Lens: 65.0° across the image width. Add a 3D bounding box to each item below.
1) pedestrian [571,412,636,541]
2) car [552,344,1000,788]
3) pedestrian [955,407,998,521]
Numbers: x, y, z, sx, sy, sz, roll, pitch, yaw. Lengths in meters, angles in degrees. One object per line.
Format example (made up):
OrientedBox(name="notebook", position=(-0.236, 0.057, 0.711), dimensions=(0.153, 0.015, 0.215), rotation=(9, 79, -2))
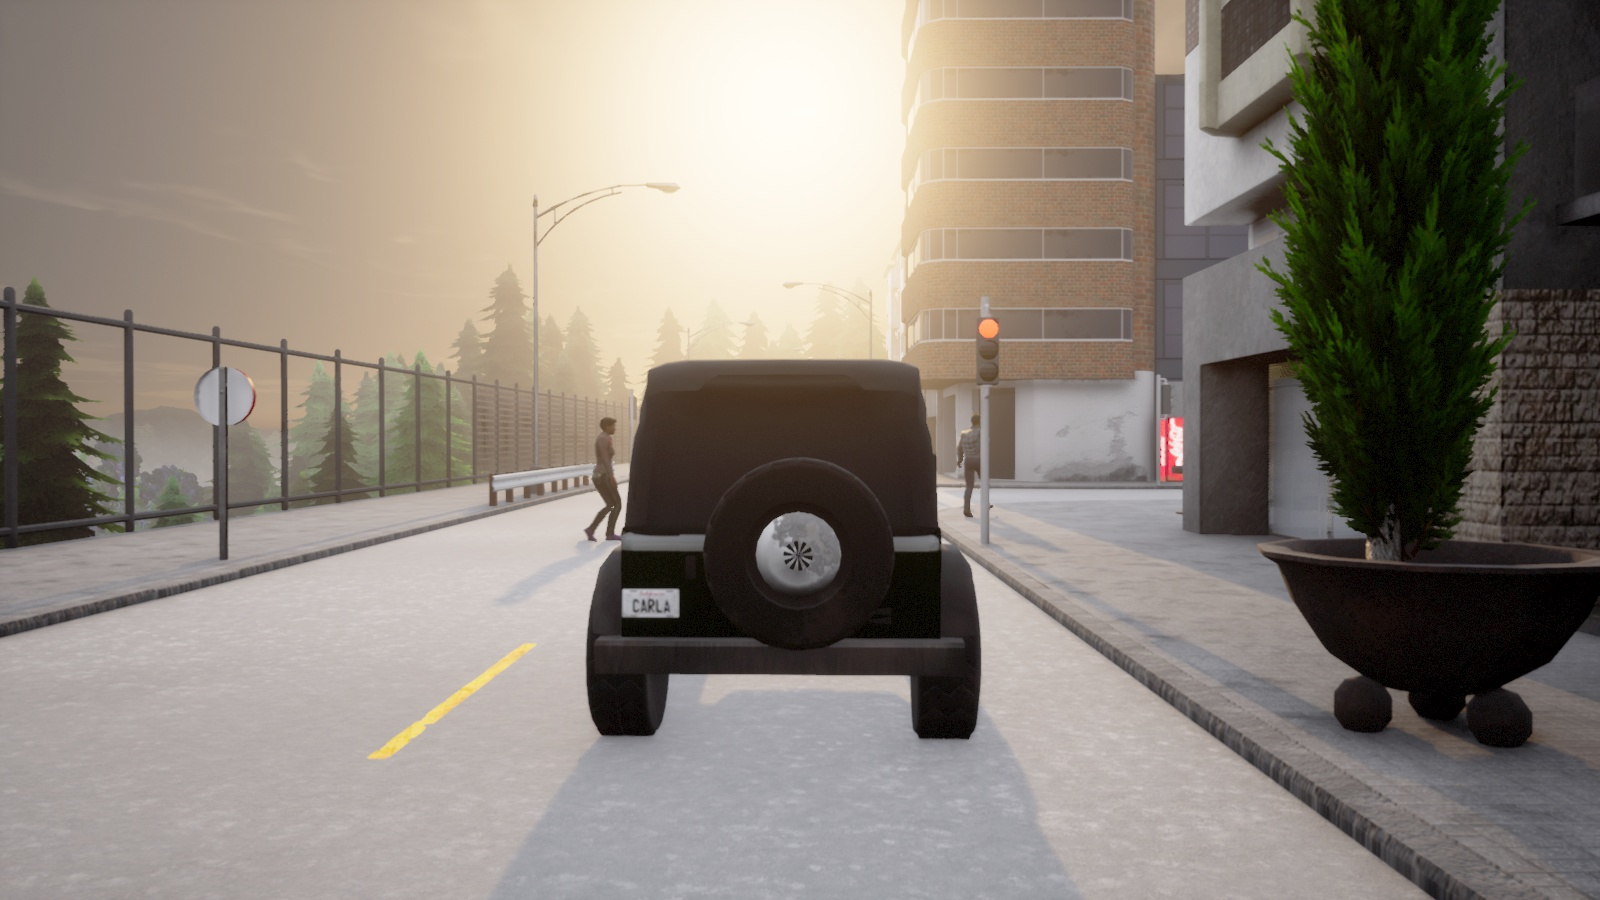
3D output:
OrientedBox(name="pedestrian", position=(-2.797, 0.374, 17.877), dimensions=(0.869, 1.805, 0.328), rotation=(0, 1, -17))
OrientedBox(name="car", position=(-0.027, 0.472, 7.271), dimensions=(1.905, 1.878, 3.866), rotation=(0, 1, 2))
OrientedBox(name="pedestrian", position=(3.089, 0.244, 21.918), dimensions=(0.423, 1.949, 0.788), rotation=(0, 1, 35))
